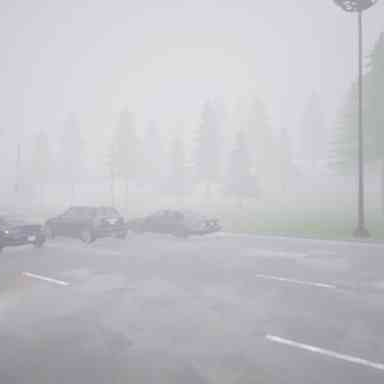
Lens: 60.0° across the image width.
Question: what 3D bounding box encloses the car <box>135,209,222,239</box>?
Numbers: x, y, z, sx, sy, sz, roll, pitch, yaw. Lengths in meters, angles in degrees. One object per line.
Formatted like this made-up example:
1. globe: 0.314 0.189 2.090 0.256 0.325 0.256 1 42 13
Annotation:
1. car: -1.083 1.600 17.594 5.357 1.411 2.033 0 0 36

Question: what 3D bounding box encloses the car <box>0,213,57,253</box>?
1. car: -7.911 1.595 13.899 4.674 1.442 1.812 -1 0 36

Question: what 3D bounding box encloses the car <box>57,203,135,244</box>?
1. car: -5.321 1.418 16.346 4.553 1.767 2.097 0 0 36
